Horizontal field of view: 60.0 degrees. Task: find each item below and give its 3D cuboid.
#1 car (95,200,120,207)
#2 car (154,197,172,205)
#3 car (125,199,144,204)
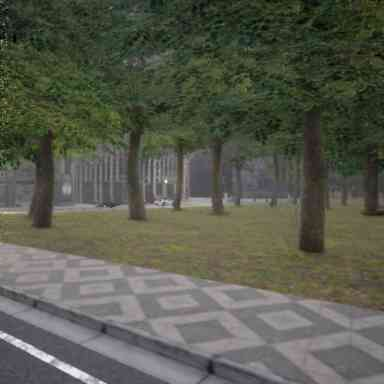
[{"bbox_3d":[-14.663,2.137,57.714,1.837,1.490,4.892,0,-1,34],"label":"car"},{"bbox_3d":[-5.782,2.051,70.841,2.150,2.045,5.566,0,0,34],"label":"car"},{"bbox_3d":[-11.527,1.908,67.702,2.097,1.767,4.553,0,-1,34],"label":"car"}]
